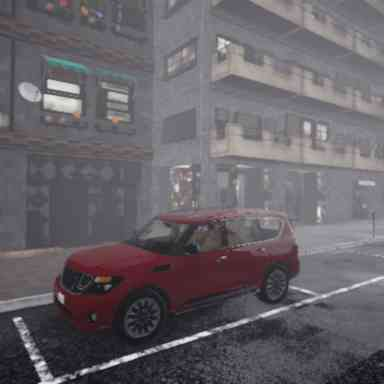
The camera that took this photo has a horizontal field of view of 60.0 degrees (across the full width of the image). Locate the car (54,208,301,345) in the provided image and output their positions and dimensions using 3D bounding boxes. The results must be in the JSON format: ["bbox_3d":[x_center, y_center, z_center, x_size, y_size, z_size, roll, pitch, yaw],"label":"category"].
[{"bbox_3d":[0.046,1.302,6.570,5.009,1.841,2.192,0,1,-35],"label":"car"}]
